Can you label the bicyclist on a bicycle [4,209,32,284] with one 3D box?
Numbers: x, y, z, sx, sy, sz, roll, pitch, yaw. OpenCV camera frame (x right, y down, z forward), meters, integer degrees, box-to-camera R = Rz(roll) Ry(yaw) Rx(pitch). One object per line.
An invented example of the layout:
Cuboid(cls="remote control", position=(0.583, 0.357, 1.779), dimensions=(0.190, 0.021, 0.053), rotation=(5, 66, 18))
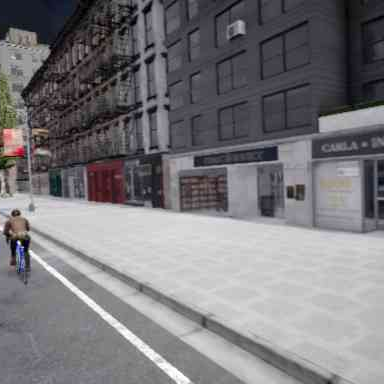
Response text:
Cuboid(cls="bicyclist on a bicycle", position=(-4.007, 1.230, 7.711), dimensions=(0.582, 1.620, 1.656), rotation=(-4, 3, -36))
